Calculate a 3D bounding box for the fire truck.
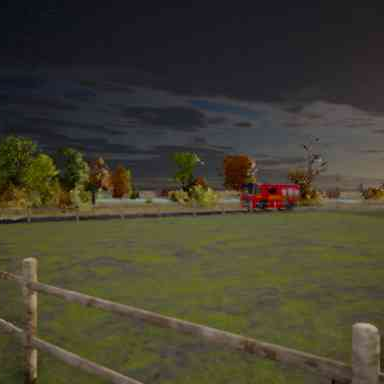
[{"bbox_3d":[10.526,0.518,44.806,8.468,3.827,2.891,0,0,-31],"label":"fire truck"}]
